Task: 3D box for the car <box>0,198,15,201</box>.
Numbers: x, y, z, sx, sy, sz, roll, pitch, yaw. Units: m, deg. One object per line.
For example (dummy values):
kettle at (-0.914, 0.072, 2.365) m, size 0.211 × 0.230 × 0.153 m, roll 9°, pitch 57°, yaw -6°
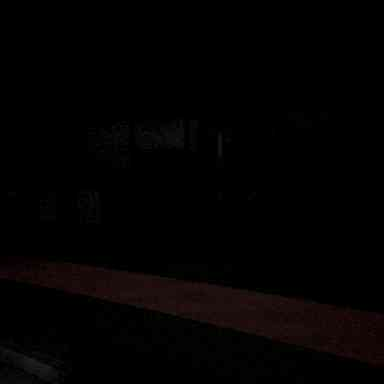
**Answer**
car at (-18.196, 1.348, 31.341) m, size 1.837 × 1.490 × 4.892 m, roll 0°, pitch 0°, yaw 23°
